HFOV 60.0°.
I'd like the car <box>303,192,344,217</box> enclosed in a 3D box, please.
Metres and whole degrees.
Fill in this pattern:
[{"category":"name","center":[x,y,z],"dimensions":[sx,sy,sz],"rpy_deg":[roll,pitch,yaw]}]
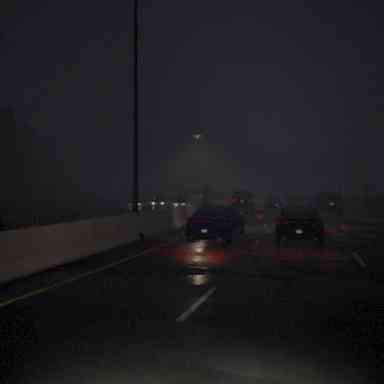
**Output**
[{"category":"car","center":[11.192,0.974,28.177],"dimensions":[2.150,2.045,5.566],"rpy_deg":[0,1,10]}]

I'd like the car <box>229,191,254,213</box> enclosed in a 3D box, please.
[{"category":"car","center":[4.935,0.917,33.186],"dimensions":[2.150,2.045,5.566],"rpy_deg":[0,1,7]}]

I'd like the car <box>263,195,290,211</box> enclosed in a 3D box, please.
[{"category":"car","center":[8.544,1.250,34.657],"dimensions":[1.994,1.385,4.181],"rpy_deg":[0,1,6]}]

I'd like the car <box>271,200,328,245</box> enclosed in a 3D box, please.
[{"category":"car","center":[4.817,1.342,15.081],"dimensions":[1.882,1.535,5.008],"rpy_deg":[0,1,17]}]

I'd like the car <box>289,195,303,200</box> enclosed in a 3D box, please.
[{"category":"car","center":[12.473,1.105,41.560],"dimensions":[1.882,1.535,5.008],"rpy_deg":[0,1,3]}]

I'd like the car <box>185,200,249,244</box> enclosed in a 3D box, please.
[{"category":"car","center":[1.206,1.335,15.226],"dimensions":[1.882,1.535,5.008],"rpy_deg":[0,1,17]}]
